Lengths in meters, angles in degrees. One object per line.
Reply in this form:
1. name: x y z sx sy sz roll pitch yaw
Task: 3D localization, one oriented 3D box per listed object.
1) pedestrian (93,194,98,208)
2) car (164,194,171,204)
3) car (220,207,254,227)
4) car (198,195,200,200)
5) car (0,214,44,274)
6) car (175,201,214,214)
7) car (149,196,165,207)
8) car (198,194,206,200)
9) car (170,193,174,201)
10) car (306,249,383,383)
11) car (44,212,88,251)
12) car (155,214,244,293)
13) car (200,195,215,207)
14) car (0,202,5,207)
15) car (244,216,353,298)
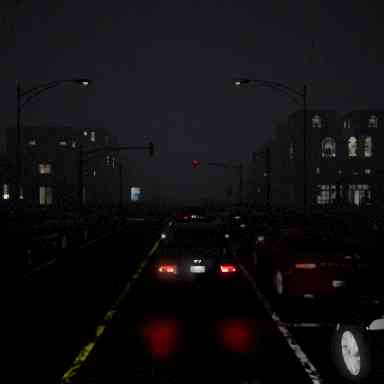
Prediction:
1. pedestrian: -12.569 1.133 43.234 0.375 1.860 0.375 0 -1 1
2. car: -5.713 1.556 63.147 2.008 1.369 4.403 0 0 0
3. car: 2.687 1.552 19.704 2.008 1.369 4.403 0 0 0
4. car: 2.668 1.588 63.136 1.802 1.307 4.206 0 0 0
5. car: -5.688 1.441 8.333 1.967 1.590 4.097 0 0 0
6. car: 0.092 1.506 19.499 1.837 1.490 4.892 0 0 0
7. car: -5.708 1.586 52.103 1.802 1.307 4.206 0 0 0
8. car: 2.656 1.454 90.747 1.967 1.590 4.097 0 0 0
9. car: -5.717 1.448 74.191 1.967 1.590 4.097 0 0 0
10. car: 2.694 1.551 2.628 2.008 1.369 4.403 0 0 0
11. car: -5.692 1.552 14.025 2.008 1.369 4.403 0 0 0
12. car: 0.097 1.548 8.978 2.033 1.411 5.357 0 0 0
13. car: 2.672 1.570 52.094 1.947 1.339 4.313 0 0 0
14. car: -25.468 1.445 40.483 4.829 1.417 1.752 0 -1 1
15. car: 2.691 1.545 8.320 1.887 1.381 4.507 0 0 0
